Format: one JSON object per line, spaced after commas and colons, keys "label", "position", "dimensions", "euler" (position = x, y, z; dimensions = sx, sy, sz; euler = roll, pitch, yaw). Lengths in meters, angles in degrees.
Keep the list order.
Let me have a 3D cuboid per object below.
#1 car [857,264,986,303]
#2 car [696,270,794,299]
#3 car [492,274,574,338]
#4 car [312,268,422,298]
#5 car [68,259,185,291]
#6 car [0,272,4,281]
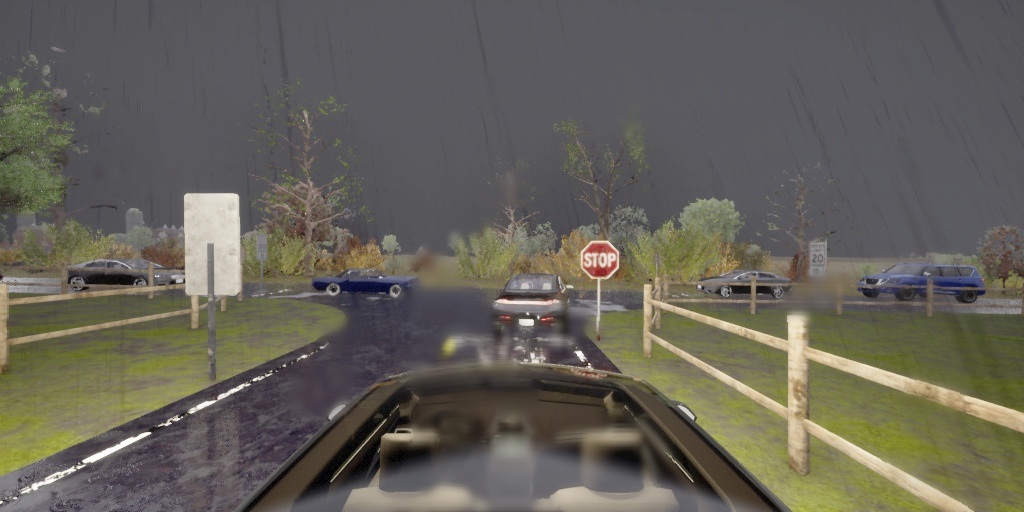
{"label": "car", "position": [22.911, 1.467, 20.169], "dimensions": [5.566, 2.045, 2.150], "euler": [1, 1, 0]}
{"label": "car", "position": [13.015, 1.525, 20.186], "dimensions": [4.902, 1.511, 2.128], "euler": [1, 1, 0]}
{"label": "car", "position": [0.711, 1.240, 10.235], "dimensions": [2.128, 1.511, 4.902], "euler": [0, 0, 9]}
{"label": "car", "position": [-6.813, 1.248, 17.272], "dimensions": [4.718, 1.301, 1.895], "euler": [1, 1, 0]}
{"label": "car", "position": [-18.481, 0.885, 17.296], "dimensions": [4.902, 1.511, 2.128], "euler": [1, 1, 0]}
{"label": "car", "position": [-27.784, 0.717, 17.309], "dimensions": [4.674, 1.442, 1.812], "euler": [1, 1, 0]}
